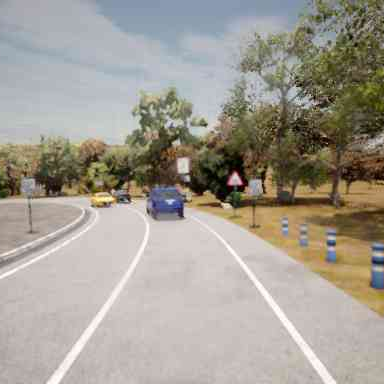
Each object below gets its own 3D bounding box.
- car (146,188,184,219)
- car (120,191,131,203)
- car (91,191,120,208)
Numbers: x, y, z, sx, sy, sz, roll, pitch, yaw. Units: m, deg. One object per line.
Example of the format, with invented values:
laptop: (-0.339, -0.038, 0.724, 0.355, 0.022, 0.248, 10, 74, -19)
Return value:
car: (-2.075, 0.728, 24.389, 2.150, 2.045, 5.566, -2, 2, -14)
car: (-9.176, 0.587, 42.013, 1.837, 1.490, 4.892, -3, 2, -29)
car: (-9.487, 0.828, 35.326, 1.882, 1.535, 5.008, -3, 2, -26)
